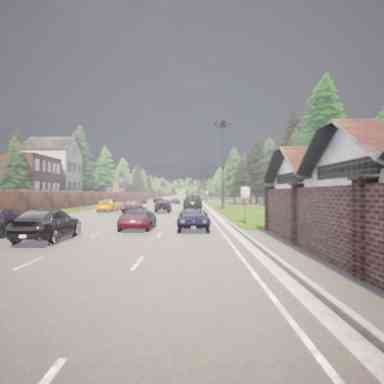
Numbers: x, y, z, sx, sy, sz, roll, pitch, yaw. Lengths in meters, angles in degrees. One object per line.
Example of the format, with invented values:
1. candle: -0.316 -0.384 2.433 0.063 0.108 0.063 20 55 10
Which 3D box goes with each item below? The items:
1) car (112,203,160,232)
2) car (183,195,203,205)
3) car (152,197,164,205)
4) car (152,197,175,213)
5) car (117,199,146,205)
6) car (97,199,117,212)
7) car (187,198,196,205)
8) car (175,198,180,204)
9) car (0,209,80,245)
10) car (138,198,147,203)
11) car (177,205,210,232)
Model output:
1. car: -3.408 1.657 21.069 1.994 1.385 4.181 0 0 0
2. car: 0.083 1.396 39.274 2.150 2.045 5.566 0 0 0
3. car: -7.028 1.782 68.723 1.882 1.535 5.008 0 0 0
4. car: -3.415 1.682 39.887 1.837 1.490 4.892 0 0 0
5. car: -6.915 1.771 38.522 1.895 1.301 4.718 0 0 0
6. car: -10.417 1.661 41.488 1.882 1.535 5.008 0 0 0
7. car: -0.028 1.903 69.206 1.895 1.301 4.718 0 0 1
8. car: -3.528 1.861 69.173 1.994 1.385 4.181 0 0 1
9. car: -6.906 1.576 15.997 1.837 1.490 4.892 0 0 0
10. car: -10.528 1.858 69.136 1.994 1.385 4.181 0 0 1
11. car: 0.092 1.693 20.708 1.895 1.301 4.718 0 0 0
